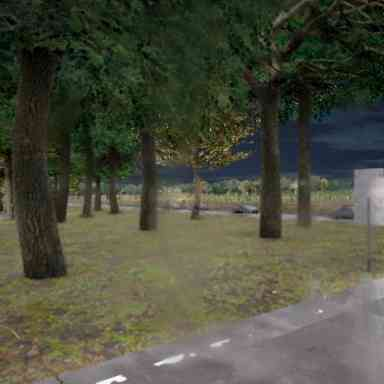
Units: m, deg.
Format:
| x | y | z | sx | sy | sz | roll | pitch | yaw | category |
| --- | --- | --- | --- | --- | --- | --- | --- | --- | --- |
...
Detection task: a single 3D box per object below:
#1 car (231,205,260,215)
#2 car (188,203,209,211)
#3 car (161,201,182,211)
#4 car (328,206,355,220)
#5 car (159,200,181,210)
| x | y | z | sx | sy | sz | roll | pitch | yaw | category |
| --- | --- | --- | --- | --- | --- | --- | --- | --- | --- |
| 7.155 | 2.398 | 44.900 | 1.994 | 1.385 | 4.181 | -1 | -1 | -35 | car |
| 1.101 | 2.624 | 58.516 | 1.994 | 1.385 | 4.181 | -1 | -1 | -34 | car |
| -3.796 | 2.722 | 60.595 | 1.837 | 1.490 | 4.892 | -1 | -1 | -35 | car |
| 15.690 | 2.129 | 32.789 | 1.994 | 1.385 | 4.181 | -1 | -1 | -35 | car |
| -4.424 | 2.575 | 66.252 | 2.097 | 1.767 | 4.553 | -1 | -1 | -35 | car |
